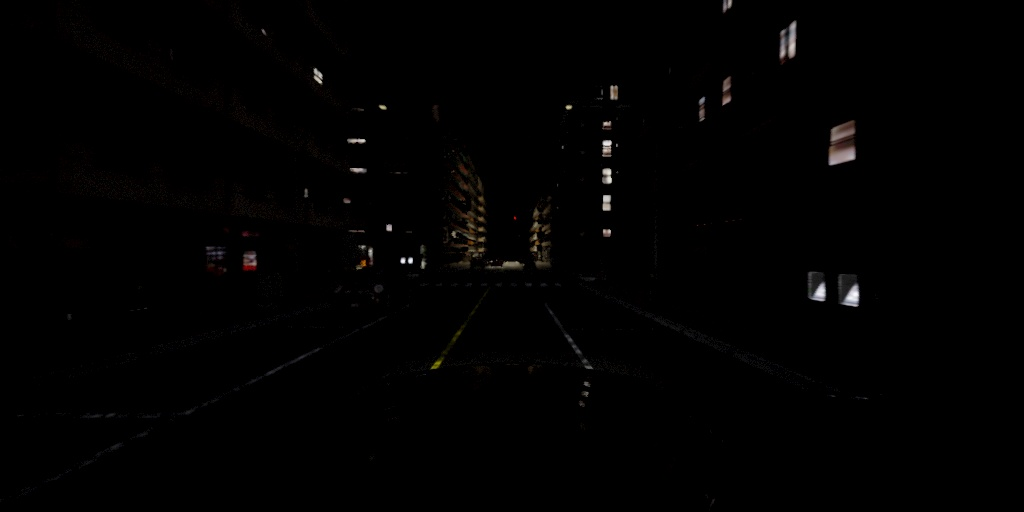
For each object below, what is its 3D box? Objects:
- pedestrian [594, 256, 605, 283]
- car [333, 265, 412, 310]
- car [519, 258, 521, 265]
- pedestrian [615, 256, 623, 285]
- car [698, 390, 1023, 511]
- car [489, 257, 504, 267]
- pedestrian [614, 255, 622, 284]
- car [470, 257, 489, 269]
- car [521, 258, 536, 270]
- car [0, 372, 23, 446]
[{"bbox_3d":[5.945,0.876,24.103,0.375,1.860,0.375,-1,1,0],"label":"pedestrian"},{"bbox_3d":[-5.449,1.176,14.441,1.967,1.591,4.097,0,0,0],"label":"car"},{"bbox_3d":[2.550,1.242,56.362,2.007,1.370,4.403,0,0,0],"label":"car"},{"bbox_3d":[6.986,0.875,22.903,0.375,1.860,0.375,-1,1,0],"label":"pedestrian"},{"bbox_3d":[2.564,1.316,1.486,1.948,1.339,4.313,0,0,0],"label":"car"},{"bbox_3d":[-2.786,1.033,64.440,2.097,1.767,4.553,0,0,0],"label":"car"},{"bbox_3d":[6.947,0.889,23.504,0.375,1.860,0.375,-1,1,0],"label":"pedestrian"},{"bbox_3d":[-5.330,1.005,56.419,2.192,1.841,5.009,0,0,0],"label":"car"},{"bbox_3d":[2.552,1.280,50.823,1.802,1.307,4.207,0,0,0],"label":"car"},{"bbox_3d":[-5.316,1.301,1.366,2.007,1.370,4.403,0,0,0],"label":"car"}]
